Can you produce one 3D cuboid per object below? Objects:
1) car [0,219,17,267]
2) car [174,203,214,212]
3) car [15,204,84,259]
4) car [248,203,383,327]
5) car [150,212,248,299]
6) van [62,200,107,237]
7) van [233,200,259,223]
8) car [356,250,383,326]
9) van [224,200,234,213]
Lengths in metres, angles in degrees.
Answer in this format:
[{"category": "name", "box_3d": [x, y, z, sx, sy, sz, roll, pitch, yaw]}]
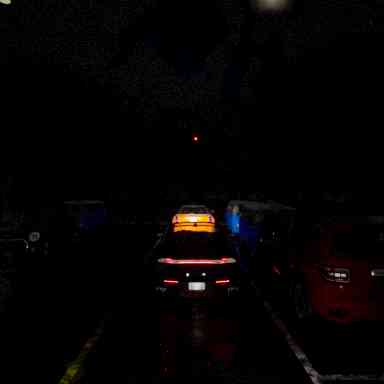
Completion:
[{"category": "car", "box_3d": [-5.774, 1.525, 6.750, 1.752, 1.417, 4.829, 0, 0, 0]}, {"category": "car", "box_3d": [0.109, 1.353, 17.505, 2.097, 1.767, 4.553, 0, 0, 1]}, {"category": "car", "box_3d": [-5.784, 1.441, 12.358, 1.967, 1.590, 4.097, 0, 0, 0]}, {"category": "car", "box_3d": [2.751, 1.315, 6.935, 2.192, 1.841, 5.009, 0, 0, 0]}, {"category": "car", "box_3d": [0.089, 1.492, 8.456, 2.128, 1.511, 4.902, 0, 0, 0]}, {"category": "van", "box_3d": [-5.793, 1.342, 17.795, 1.690, 1.788, 3.998, 0, 0, 0]}, {"category": "van", "box_3d": [2.741, 1.342, 12.372, 1.690, 1.788, 3.998, 0, 0, 0]}, {"category": "car", "box_3d": [2.760, 1.440, 1.497, 1.967, 1.590, 4.097, 0, 0, 0]}, {"category": "van", "box_3d": [2.732, 1.342, 17.810, 1.690, 1.788, 3.998, 0, 0, 0]}]
